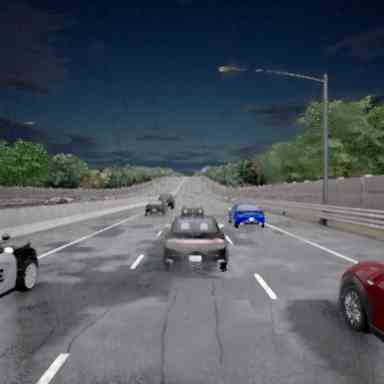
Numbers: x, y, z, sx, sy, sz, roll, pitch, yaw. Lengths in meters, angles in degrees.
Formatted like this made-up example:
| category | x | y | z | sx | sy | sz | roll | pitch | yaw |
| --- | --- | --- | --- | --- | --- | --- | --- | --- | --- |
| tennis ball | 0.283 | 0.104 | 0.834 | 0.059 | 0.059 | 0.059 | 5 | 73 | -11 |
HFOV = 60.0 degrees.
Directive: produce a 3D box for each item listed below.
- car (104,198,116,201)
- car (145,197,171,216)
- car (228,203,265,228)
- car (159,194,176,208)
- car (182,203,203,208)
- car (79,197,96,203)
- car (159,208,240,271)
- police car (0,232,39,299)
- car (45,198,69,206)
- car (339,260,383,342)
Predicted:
| category | x | y | z | sx | sy | sz | roll | pitch | yaw |
| --- | --- | --- | --- | --- | --- | --- | --- | --- | --- |
| car | -14.101 | 1.749 | 56.946 | 1.895 | 1.301 | 4.718 | 0 | 0 | 1 |
| car | -3.462 | 1.515 | 32.986 | 1.882 | 1.535 | 5.008 | 0 | 0 | 0 |
| car | 3.577 | 1.489 | 22.452 | 1.882 | 1.535 | 5.008 | 0 | 0 | 0 |
| car | -3.526 | 1.312 | 46.574 | 2.150 | 2.045 | 5.566 | 0 | 0 | 0 |
| car | 0.070 | 1.628 | 29.346 | 1.895 | 1.301 | 4.718 | 0 | 0 | 0 |
| car | -17.601 | 1.649 | 56.220 | 1.837 | 1.490 | 4.892 | 0 | 0 | 0 |
| car | 0.089 | 1.488 | 10.910 | 2.128 | 1.511 | 4.902 | 0 | 0 | 0 |
| police car | -4.556 | 1.421 | 6.034 | 1.930 | 1.638 | 5.238 | 0 | 0 | 0 |
| car | -21.099 | 1.670 | 52.203 | 2.033 | 1.411 | 5.357 | 0 | 0 | 1 |
| car | 3.597 | 1.346 | 3.912 | 2.097 | 1.767 | 4.553 | 0 | 0 | 0 |
